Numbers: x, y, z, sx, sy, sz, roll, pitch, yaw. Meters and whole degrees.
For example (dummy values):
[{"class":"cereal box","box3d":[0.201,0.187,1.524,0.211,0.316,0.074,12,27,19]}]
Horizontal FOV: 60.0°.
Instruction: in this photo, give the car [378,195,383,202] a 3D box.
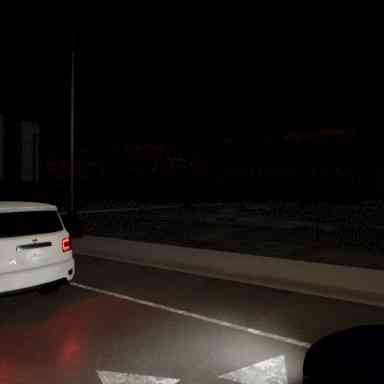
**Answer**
[{"class":"car","box3d":[39.927,1.369,67.952,1.853,1.218,4.536,1,1,6]}]

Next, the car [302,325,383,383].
[{"class":"car","box3d":[3.005,1.517,1.843,4.674,1.442,1.812,0,0,35]}]

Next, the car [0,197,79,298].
[{"class":"car","box3d":[-5.032,1.219,7.576,5.566,2.045,2.150,0,0,35]}]

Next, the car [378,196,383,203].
[{"class":"car","box3d":[39.921,1.527,67.903,2.038,1.542,4.974,1,1,6]}]

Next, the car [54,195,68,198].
[{"class":"car","box3d":[-17.063,1.191,43.023,1.837,1.490,4.892,1,1,35]}]
